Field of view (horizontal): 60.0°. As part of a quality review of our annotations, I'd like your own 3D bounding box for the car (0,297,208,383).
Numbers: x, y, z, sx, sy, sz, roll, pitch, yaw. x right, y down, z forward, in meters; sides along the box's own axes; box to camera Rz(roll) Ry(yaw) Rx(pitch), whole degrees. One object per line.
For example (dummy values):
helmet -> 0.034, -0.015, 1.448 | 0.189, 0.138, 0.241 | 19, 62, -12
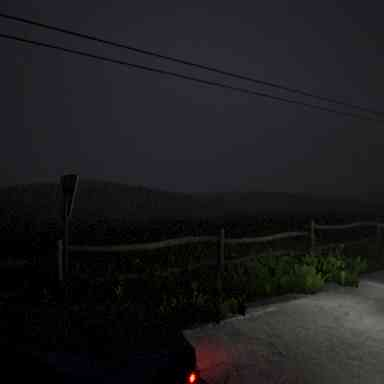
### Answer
car -> -2.425, 1.548, 2.033 | 5.357, 1.411, 2.033 | 0, 0, -33
